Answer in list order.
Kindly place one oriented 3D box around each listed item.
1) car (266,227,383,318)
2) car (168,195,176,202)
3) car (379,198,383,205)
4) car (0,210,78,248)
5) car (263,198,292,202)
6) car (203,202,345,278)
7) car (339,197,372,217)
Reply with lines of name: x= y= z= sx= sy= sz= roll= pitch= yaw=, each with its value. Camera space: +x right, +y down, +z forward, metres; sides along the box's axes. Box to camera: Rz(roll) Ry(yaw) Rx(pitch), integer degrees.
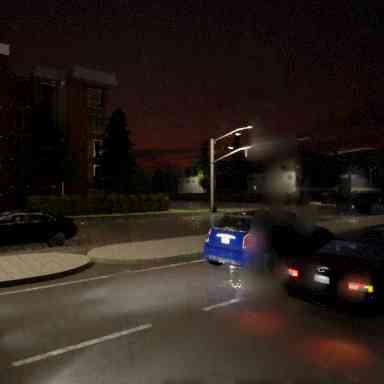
car: x=4.206 y=1.547 z=7.283 sx=5.357 sy=1.411 sz=2.033 roll=0 pitch=0 yaw=-38
car: x=-5.787 y=1.525 z=78.757 sx=2.128 sy=1.511 sz=4.902 roll=0 pitch=0 yaw=-38
car: x=33.397 y=1.354 z=55.930 sx=4.553 sy=1.767 sz=2.097 roll=0 pitch=0 yaw=-38
car: x=-7.065 y=1.491 z=13.154 sx=4.902 sy=1.511 sz=2.128 roll=0 pitch=0 yaw=-39
car: x=13.611 y=1.601 z=53.422 sx=1.895 sy=1.301 sz=4.718 roll=0 pitch=0 yaw=-37
car: x=2.584 y=1.352 z=10.464 sx=4.553 sy=1.767 sz=2.097 roll=0 pitch=0 yaw=-38
car: x=15.376 y=1.352 z=31.923 sx=4.553 sy=1.767 sz=2.097 roll=0 pitch=0 yaw=-41
